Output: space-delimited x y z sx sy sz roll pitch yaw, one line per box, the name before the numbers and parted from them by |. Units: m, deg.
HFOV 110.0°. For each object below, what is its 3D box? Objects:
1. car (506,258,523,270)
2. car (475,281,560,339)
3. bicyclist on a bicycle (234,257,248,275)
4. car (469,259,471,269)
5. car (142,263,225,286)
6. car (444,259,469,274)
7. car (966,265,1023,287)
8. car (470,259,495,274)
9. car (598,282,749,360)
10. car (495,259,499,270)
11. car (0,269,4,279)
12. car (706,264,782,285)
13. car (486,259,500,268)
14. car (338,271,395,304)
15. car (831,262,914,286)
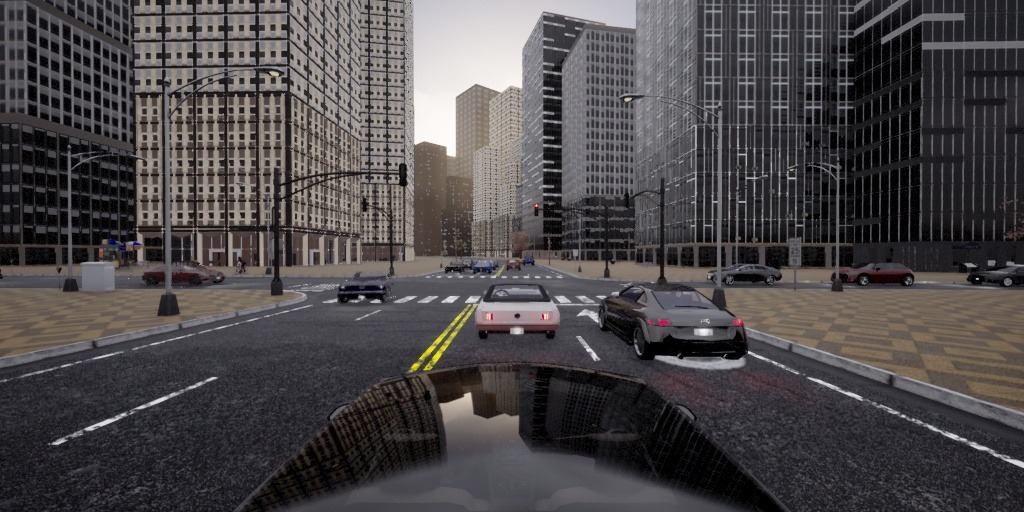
car | 0.229 1.226 52.147 1.812 1.442 4.674 0 0 0
car | 0.120 1.348 10.054 1.895 1.301 4.718 0 0 0
bicyclist on a bicycle | -24.630 0.872 32.559 0.582 1.620 1.656 0 1 2
car | -6.473 1.207 51.696 1.837 1.490 4.892 0 0 0
car | -21.727 1.183 23.752 4.674 1.442 1.812 0 0 2
car | -6.502 1.321 41.345 1.895 1.301 4.718 0 0 0
car | 35.860 1.402 25.714 4.892 1.490 1.837 0 0 1
car | -3.252 1.199 40.668 1.882 1.535 5.008 0 0 0
car | 3.372 1.312 8.334 1.994 1.385 4.181 0 0 0
car | -3.227 1.231 50.012 1.812 1.442 4.674 0 0 0
car | -37.494 1.075 24.182 4.902 1.511 2.128 0 0 2
car | 16.877 1.302 26.168 4.902 1.511 2.128 0 0 1
car | -3.204 1.231 60.391 2.033 1.411 5.357 0 0 0
car | -6.562 1.351 16.564 1.895 1.301 4.718 0 0 -14
car | 25.959 1.204 25.951 4.553 1.767 2.097 0 0 1
